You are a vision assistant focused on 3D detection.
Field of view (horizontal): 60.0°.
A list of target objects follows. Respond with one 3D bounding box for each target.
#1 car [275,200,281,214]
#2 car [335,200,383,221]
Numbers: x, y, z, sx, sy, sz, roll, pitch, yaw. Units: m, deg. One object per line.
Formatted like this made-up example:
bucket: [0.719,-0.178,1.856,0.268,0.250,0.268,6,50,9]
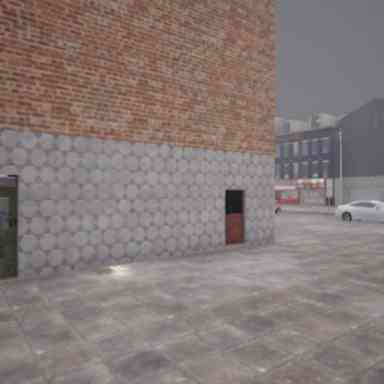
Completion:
car: [5.334,0.946,29.856,2.150,2.045,5.566,0,0,-36]
car: [11.583,1.264,21.239,1.812,1.442,4.674,0,0,-37]
